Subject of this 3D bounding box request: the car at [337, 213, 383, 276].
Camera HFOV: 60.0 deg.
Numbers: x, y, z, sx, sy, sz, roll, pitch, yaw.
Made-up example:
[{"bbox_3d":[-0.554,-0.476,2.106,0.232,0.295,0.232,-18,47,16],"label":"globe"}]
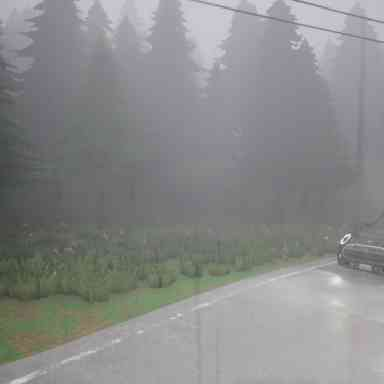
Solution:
[{"bbox_3d":[6.307,1.320,9.641,4.553,1.767,2.097,0,0,-32],"label":"car"}]
